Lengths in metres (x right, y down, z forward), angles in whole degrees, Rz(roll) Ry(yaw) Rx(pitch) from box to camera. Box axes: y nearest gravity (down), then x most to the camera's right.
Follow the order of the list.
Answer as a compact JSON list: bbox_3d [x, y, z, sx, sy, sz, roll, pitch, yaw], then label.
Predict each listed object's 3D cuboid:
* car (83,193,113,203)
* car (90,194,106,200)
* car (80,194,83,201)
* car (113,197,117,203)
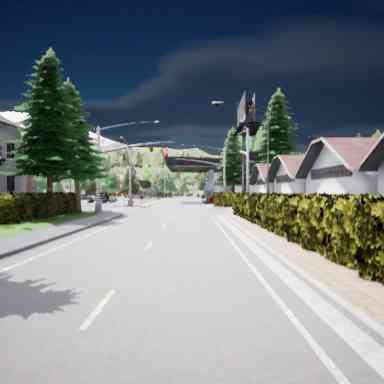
[{"bbox_3d":[-16.776,1.039,59.490,3.866,1.878,1.905,0,0,-1],"label":"car"},{"bbox_3d":[-24.043,1.285,85.183,3.633,1.501,1.845,0,0,-1],"label":"car"},{"bbox_3d":[-24.026,1.262,75.190,4.514,1.523,2.007,0,0,-1],"label":"car"},{"bbox_3d":[-16.184,1.324,62.818,3.806,1.475,1.970,0,0,-1],"label":"car"}]
